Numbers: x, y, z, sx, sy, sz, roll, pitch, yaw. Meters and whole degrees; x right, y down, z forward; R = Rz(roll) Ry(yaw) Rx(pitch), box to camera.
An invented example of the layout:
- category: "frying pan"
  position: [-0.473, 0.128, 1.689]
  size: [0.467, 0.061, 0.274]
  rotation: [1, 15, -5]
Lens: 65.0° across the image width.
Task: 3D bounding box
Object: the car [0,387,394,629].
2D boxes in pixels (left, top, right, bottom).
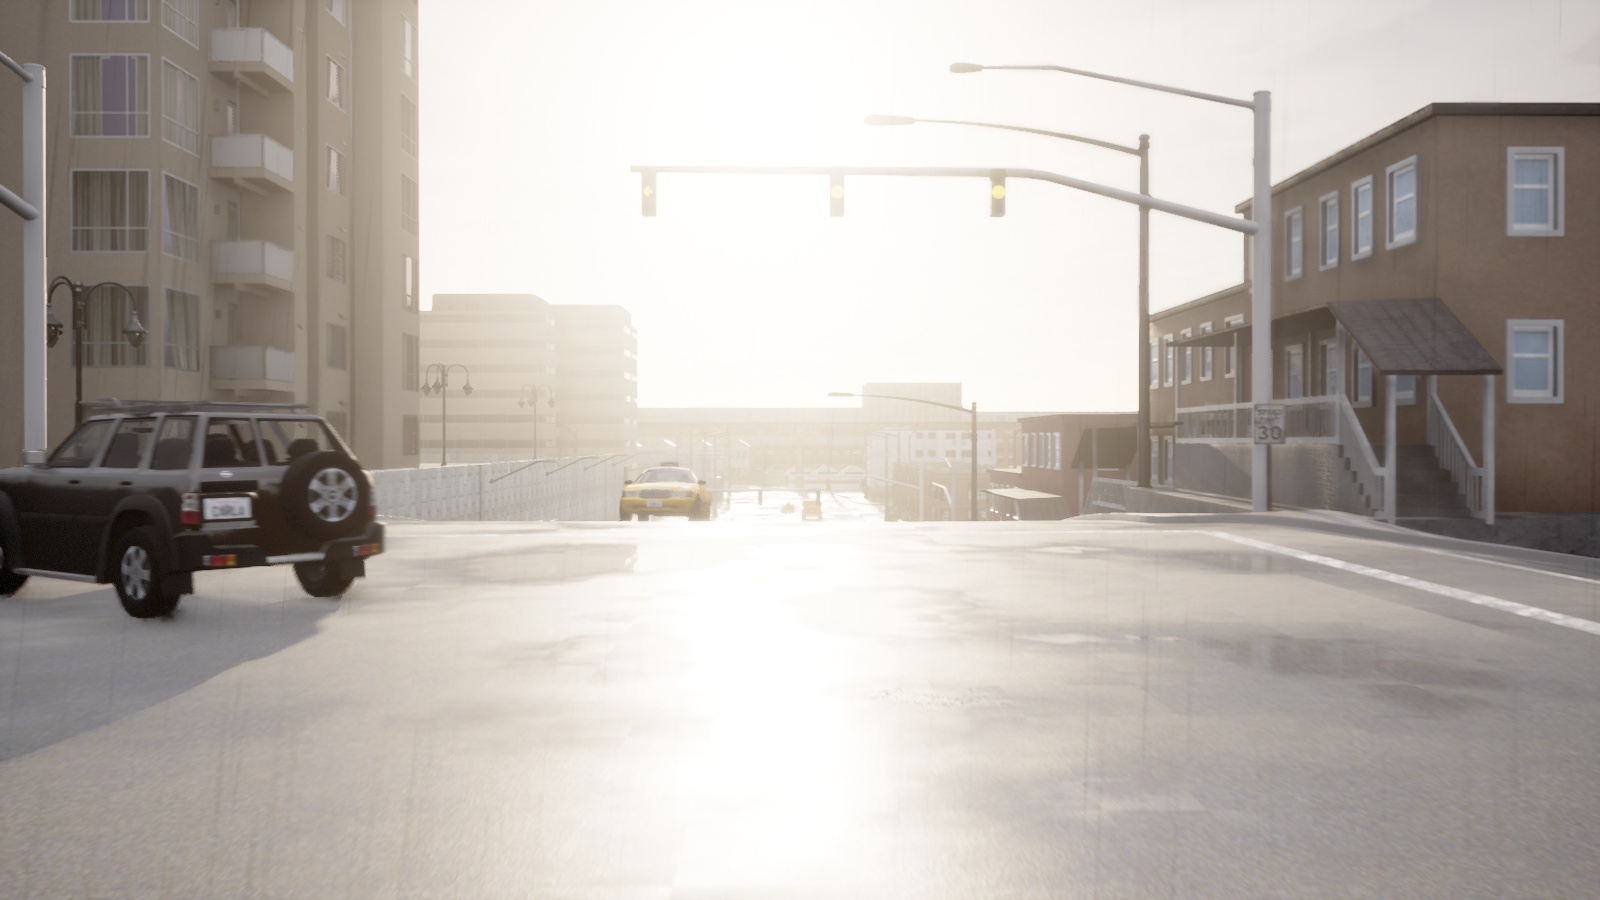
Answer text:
- category: "car"
  position: [-6.061, 0.452, 11.751]
  size: [4.605, 1.855, 1.932]
  rotation: [0, 0, 35]

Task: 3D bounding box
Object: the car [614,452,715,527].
- category: "car"
  position: [-3.180, 1.038, 30.463]
  size: [1.801, 1.575, 5.366]
  rotation: [0, -4, 1]
